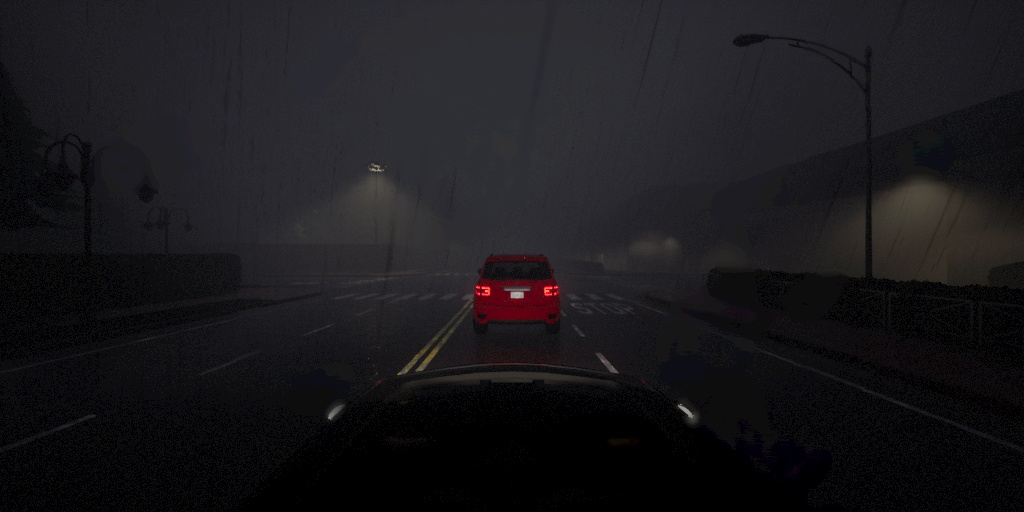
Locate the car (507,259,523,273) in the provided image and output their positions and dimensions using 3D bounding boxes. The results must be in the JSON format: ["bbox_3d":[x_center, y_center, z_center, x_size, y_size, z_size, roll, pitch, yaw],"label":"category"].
[{"bbox_3d":[0.360,1.222,45.602,1.882,1.535,5.008,0,0,1],"label":"car"}]

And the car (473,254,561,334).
[{"bbox_3d":[0.122,0.970,10.749,2.150,2.045,5.566,0,0,0],"label":"car"}]
